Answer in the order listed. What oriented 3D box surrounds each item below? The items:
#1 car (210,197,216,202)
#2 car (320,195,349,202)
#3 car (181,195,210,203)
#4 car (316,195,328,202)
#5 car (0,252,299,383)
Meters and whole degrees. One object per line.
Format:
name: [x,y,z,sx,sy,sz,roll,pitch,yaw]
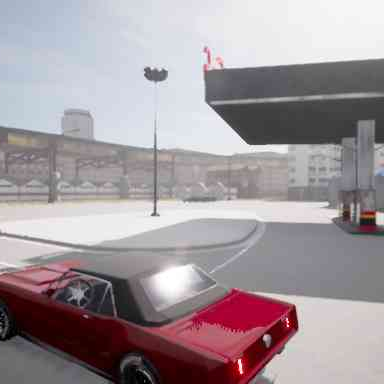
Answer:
car: [2.280,1.336,66.561,4.718,1.301,1.895,0,0,-26]
car: [30.507,1.424,71.366,5.357,1.411,2.033,0,0,6]
car: [0.265,1.237,61.110,4.902,1.511,2.128,0,0,-36]
car: [27.915,1.408,68.095,4.902,1.511,2.128,0,0,3]
car: [-1.095,1.575,4.775,4.718,1.301,1.895,0,0,36]
